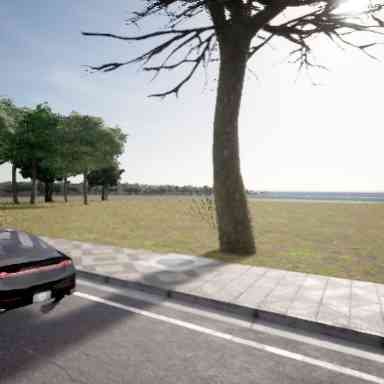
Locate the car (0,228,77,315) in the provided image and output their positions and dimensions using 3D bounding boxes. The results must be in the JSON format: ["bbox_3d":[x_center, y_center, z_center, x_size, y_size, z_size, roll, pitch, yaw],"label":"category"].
[{"bbox_3d":[-4.414,1.495,6.832,4.902,1.511,2.128,0,0,35],"label":"car"}]
